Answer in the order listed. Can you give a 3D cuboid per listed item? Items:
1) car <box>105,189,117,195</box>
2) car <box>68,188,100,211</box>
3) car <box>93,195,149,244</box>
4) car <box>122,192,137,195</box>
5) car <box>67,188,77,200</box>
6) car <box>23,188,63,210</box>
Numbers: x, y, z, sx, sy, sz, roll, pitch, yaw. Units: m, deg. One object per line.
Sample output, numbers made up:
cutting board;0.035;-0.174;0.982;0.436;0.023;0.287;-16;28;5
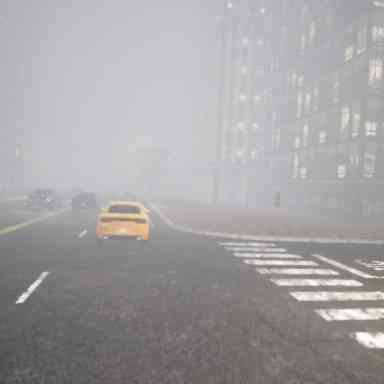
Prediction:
car;-14.386;0.121;59.570;1.882;1.535;5.008;3;1;-10
car;-8.549;0.747;27.271;1.882;1.535;5.008;3;1;-10
car;-2.850;1.135;14.078;1.882;1.535;5.008;3;1;-10
car;-7.946;0.704;42.168;1.994;1.385;4.181;3;1;-10
car;-14.920;0.267;43.353;1.882;1.535;5.008;3;1;-10
car;-11.995;0.457;27.054;2.097;1.767;4.553;3;1;-10
